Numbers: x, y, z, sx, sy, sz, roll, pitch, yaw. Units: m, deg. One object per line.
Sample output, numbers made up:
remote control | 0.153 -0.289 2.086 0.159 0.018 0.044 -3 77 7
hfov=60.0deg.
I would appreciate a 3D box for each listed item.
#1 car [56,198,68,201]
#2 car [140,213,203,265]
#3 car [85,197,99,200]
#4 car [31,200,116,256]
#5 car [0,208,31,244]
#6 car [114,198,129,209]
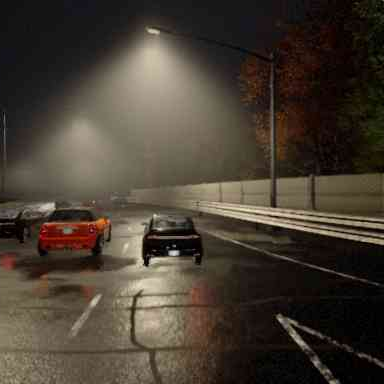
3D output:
car | -17.787 1.553 45.624 2.128 1.511 4.902 0 0 -25
car | -0.768 1.493 11.702 2.128 1.511 4.902 0 0 -6
car | -13.582 1.398 44.850 2.097 1.767 4.553 0 0 -24
car | -4.539 1.368 13.532 2.097 1.767 4.553 0 0 -7
car | -8.385 1.521 15.830 2.128 1.511 4.902 0 0 -9
car | -9.832 1.538 45.060 1.837 1.490 4.892 0 0 -24
